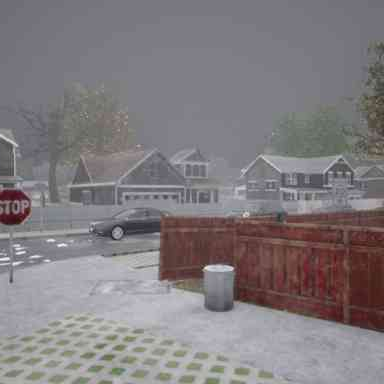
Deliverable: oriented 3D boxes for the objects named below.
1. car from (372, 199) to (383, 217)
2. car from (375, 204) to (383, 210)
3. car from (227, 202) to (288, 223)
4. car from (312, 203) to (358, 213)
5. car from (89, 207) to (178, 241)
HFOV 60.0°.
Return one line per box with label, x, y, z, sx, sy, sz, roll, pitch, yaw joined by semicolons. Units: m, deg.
car;20.338;1.571;33.281;4.553;1.767;2.097;0;0;-32
car;17.922;1.690;28.305;4.892;1.490;1.837;0;-1;-33
car;4.512;1.479;22.805;4.553;1.767;2.097;0;0;-35
car;12.034;1.677;27.951;4.892;1.490;1.837;0;0;-33
car;-2.893;1.586;17.436;4.892;1.490;1.837;0;0;-37
